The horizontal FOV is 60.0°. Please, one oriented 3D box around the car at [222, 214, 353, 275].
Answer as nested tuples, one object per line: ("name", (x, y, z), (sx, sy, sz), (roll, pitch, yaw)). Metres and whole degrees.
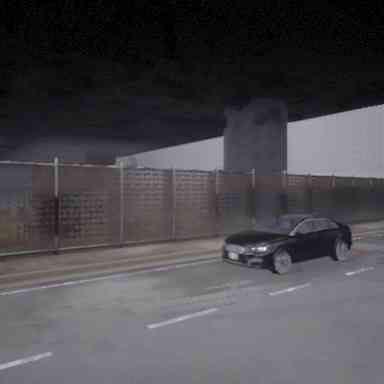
("car", (3.125, 1.480, 10.507), (4.902, 1.511, 2.128), (0, 0, -35))
